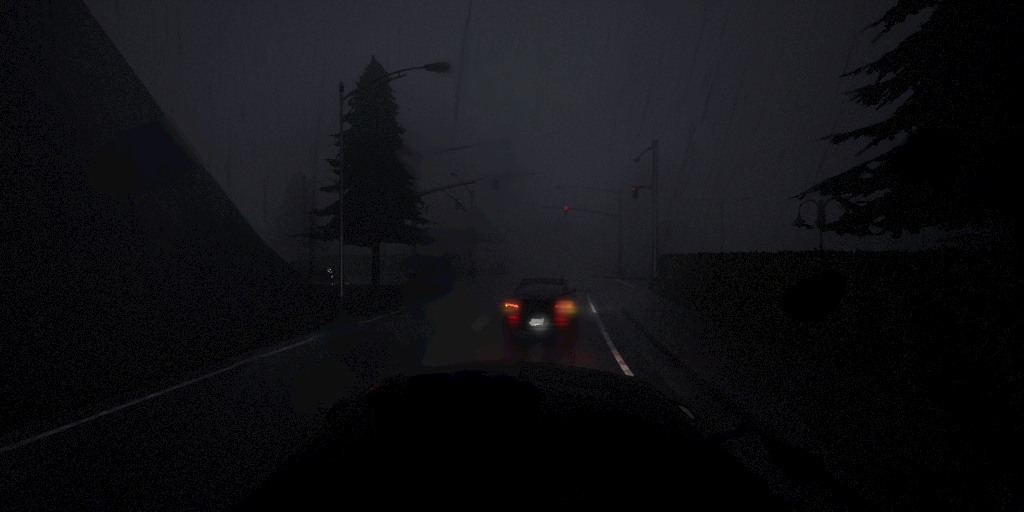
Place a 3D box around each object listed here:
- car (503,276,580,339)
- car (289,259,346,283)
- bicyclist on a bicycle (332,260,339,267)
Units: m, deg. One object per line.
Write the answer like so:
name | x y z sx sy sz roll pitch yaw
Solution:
car | 0.918 1.276 10.056 1.812 1.442 4.674 0 0 9
car | -15.349 1.102 27.909 4.553 1.767 2.097 0 0 9
bicyclist on a bicycle | -17.372 1.203 35.331 0.582 1.620 1.656 0 0 8
